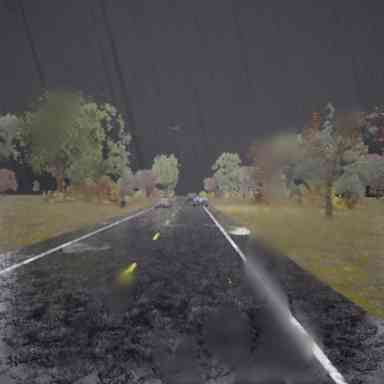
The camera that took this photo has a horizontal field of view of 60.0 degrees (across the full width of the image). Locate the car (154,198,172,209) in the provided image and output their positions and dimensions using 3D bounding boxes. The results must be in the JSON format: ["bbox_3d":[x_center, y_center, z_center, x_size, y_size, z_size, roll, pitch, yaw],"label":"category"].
[{"bbox_3d":[-3.591,1.469,41.985,1.994,1.385,4.181,0,0,0],"label":"car"}]

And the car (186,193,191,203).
[{"bbox_3d":[-0.011,1.126,66.403,2.150,2.045,5.566,0,0,0],"label":"car"}]

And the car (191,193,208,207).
[{"bbox_3d":[1.215,1.249,48.572,2.097,1.767,4.553,0,0,0],"label":"car"}]
